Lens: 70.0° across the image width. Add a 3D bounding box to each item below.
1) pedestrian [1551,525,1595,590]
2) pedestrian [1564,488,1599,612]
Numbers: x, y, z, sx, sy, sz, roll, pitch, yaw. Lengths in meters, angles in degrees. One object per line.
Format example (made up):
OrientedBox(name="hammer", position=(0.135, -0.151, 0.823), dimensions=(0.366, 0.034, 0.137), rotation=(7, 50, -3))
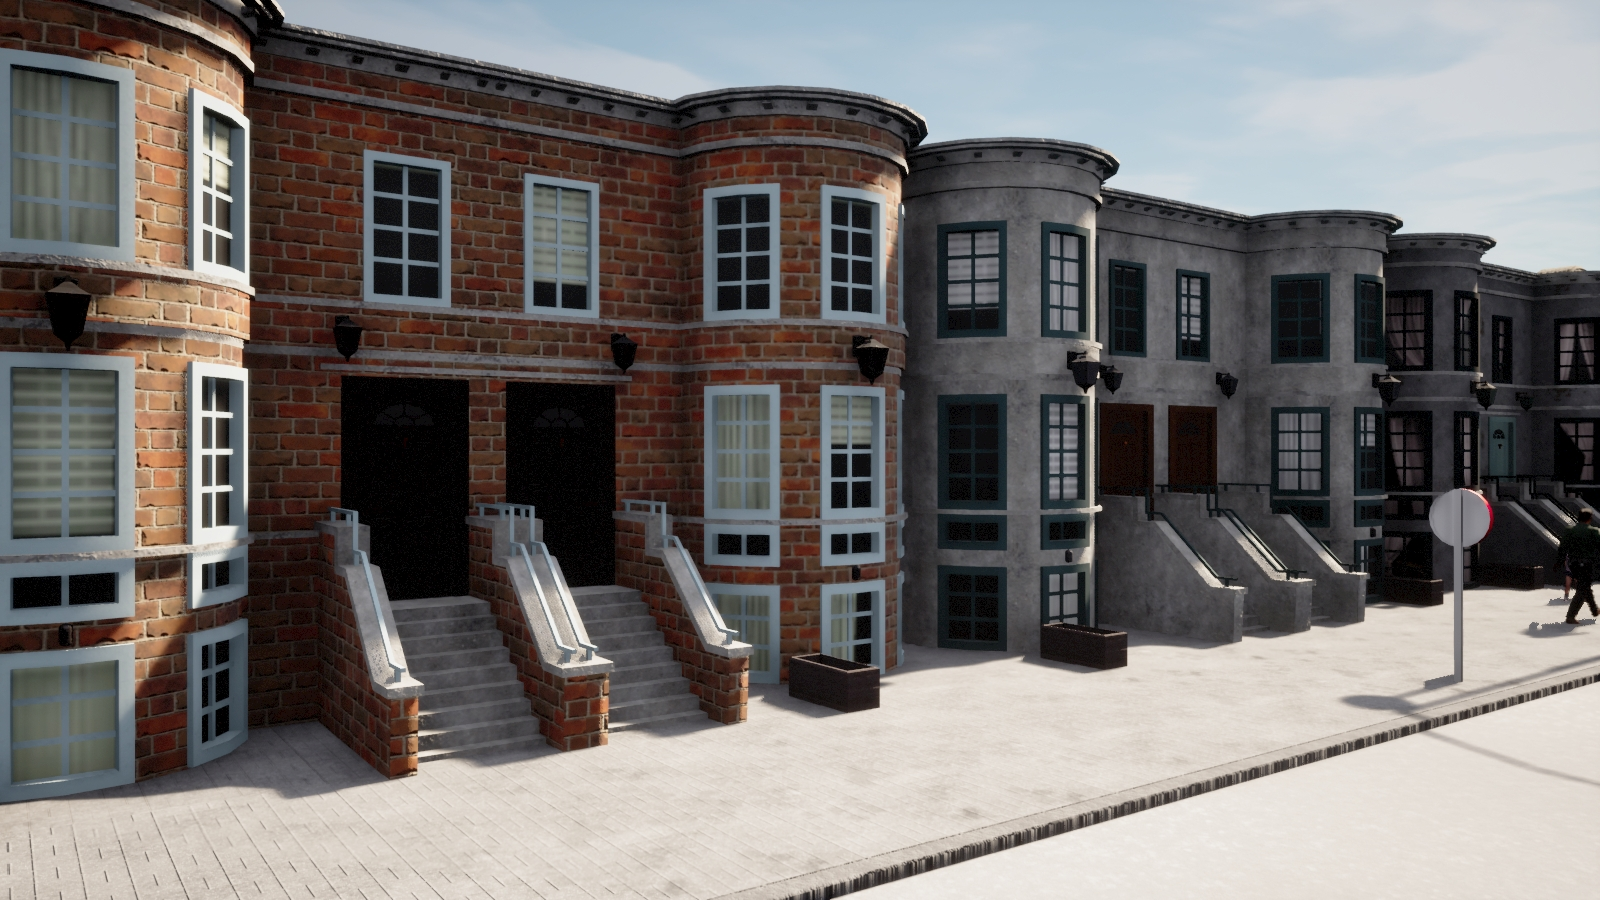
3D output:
OrientedBox(name="pedestrian", position=(13.772, 1.904, 20.349), dimensions=(0.500, 1.100, 0.500), rotation=(0, 0, -35))
OrientedBox(name="pedestrian", position=(12.079, 1.524, 17.599), dimensions=(0.375, 1.860, 0.375), rotation=(0, 0, -24))
